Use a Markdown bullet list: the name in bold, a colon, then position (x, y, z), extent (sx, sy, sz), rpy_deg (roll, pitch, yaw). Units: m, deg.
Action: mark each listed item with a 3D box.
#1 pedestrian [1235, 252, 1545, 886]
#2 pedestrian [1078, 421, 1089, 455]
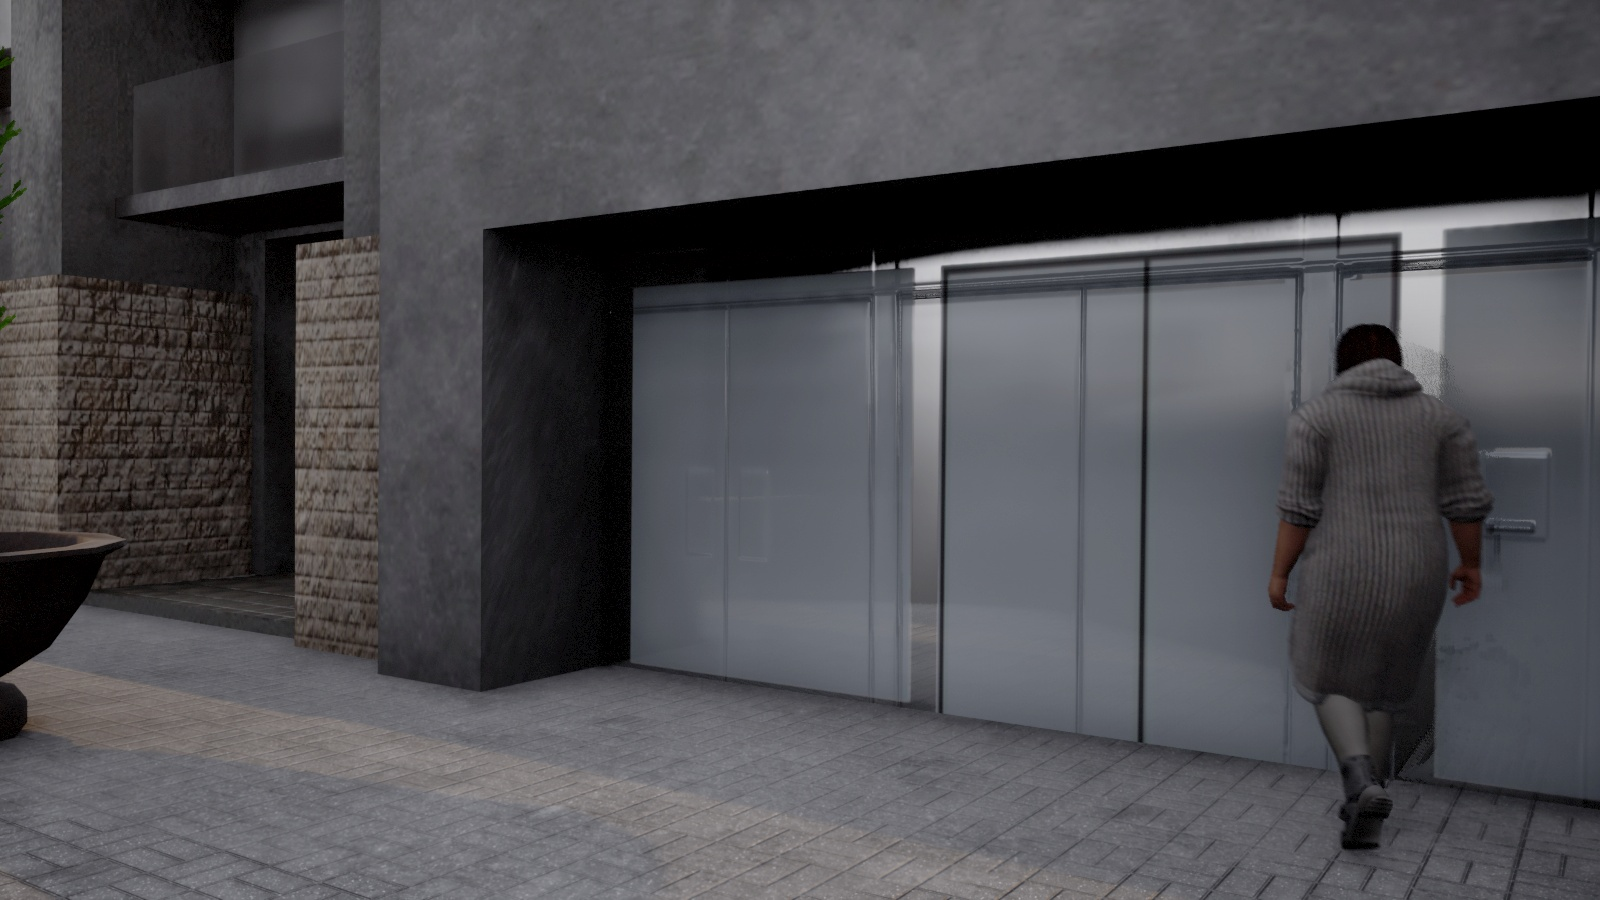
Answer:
- **pedestrian**: position (1.970, 0.364, 4.307), extent (0.659, 1.952, 0.873), rpy_deg (-1, 1, 1)
- **pedestrian**: position (15.631, -0.645, 69.215), extent (0.376, 1.854, 0.720), rpy_deg (0, 1, 33)
